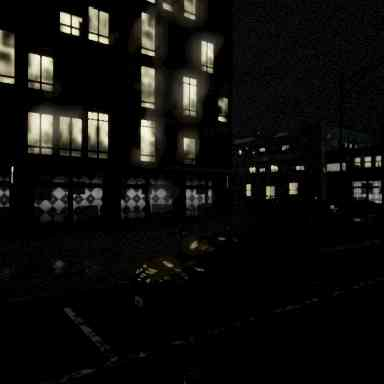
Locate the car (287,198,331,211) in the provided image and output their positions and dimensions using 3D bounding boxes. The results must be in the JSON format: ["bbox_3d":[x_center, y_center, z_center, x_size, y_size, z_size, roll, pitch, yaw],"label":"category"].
[{"bbox_3d":[12.834,1.340,36.736,1.802,1.307,4.206,1,0,-36],"label":"car"}]

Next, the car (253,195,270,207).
[{"bbox_3d":[9.553,1.130,41.208,1.967,1.590,4.097,1,0,-36],"label":"car"}]

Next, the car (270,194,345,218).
[{"bbox_3d":[9.367,1.101,27.307,2.192,1.841,5.009,1,0,-36],"label":"car"}]

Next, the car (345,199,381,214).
[{"bbox_3d":[16.116,1.372,32.266,1.887,1.381,4.507,1,0,-36],"label":"car"}]

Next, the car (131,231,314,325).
[{"bbox_3d":[0.839,1.566,7.152,4.313,1.339,1.947,0,0,-35],"label":"car"}]
